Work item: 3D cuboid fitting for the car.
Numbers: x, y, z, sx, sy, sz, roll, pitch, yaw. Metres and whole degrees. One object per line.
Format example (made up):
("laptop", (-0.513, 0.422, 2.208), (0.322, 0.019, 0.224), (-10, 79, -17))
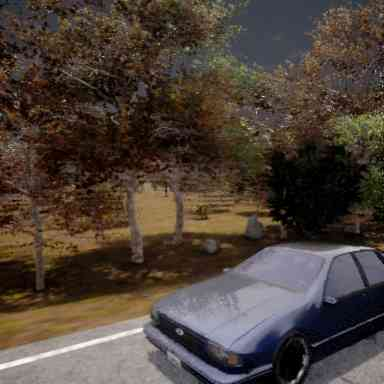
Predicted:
("car", (1.959, 1.549, 5.391), (5.357, 1.411, 2.033), (0, 0, -36))
